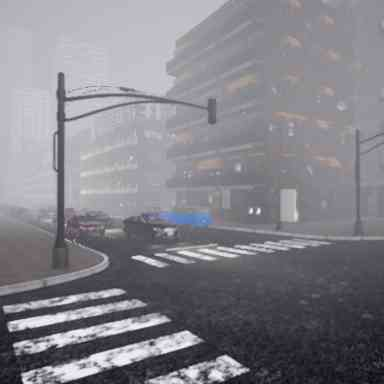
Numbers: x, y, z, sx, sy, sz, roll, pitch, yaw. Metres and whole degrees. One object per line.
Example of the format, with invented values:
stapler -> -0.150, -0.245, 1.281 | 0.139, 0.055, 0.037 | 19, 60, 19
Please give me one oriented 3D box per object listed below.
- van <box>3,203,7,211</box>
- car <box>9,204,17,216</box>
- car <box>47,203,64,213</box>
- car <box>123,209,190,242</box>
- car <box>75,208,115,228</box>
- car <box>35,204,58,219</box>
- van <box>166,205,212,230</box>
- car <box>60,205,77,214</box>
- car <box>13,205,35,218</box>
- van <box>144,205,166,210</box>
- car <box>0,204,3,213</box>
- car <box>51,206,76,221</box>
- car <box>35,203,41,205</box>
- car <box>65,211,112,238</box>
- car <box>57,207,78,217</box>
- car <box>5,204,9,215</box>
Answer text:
van -> -31.996, 3.040, 59.131 | 1.690, 1.788, 3.998 | 0, -1, -34
car -> -25.766, 2.865, 49.820 | 1.967, 1.590, 4.097 | 0, -1, -34
car -> -28.157, 3.198, 68.403 | 2.192, 1.841, 5.009 | -1, -1, -34
car -> -2.494, 2.002, 19.677 | 2.128, 1.511, 4.902 | 0, -2, -34
car -> -8.021, 2.317, 27.930 | 1.994, 1.385, 4.181 | 0, -2, -33
car -> -19.461, 2.750, 45.107 | 2.128, 1.511, 4.902 | 0, -2, -33
van -> -0.128, 1.991, 26.510 | 1.690, 1.788, 3.998 | -1, -1, -34
car -> -22.019, 3.138, 59.232 | 1.752, 1.417, 4.829 | -1, -1, -34
car -> -22.649, 2.870, 45.164 | 1.802, 1.307, 4.206 | 0, -1, -34
van -> -3.242, 2.128, 31.166 | 1.690, 1.788, 3.998 | -1, -1, -34
car -> -38.245, 3.289, 68.428 | 2.192, 1.841, 5.009 | 0, -1, -34
car -> -13.686, 2.528, 36.405 | 1.812, 1.442, 4.674 | 0, -2, -34
car -> -34.386, 3.472, 77.713 | 2.192, 1.841, 5.009 | -1, -1, -34
car -> -7.077, 2.186, 21.890 | 1.802, 1.307, 4.206 | 0, -1, -34
car -> -18.571, 2.953, 49.440 | 1.895, 1.301, 4.718 | 0, -2, -34
car -> -28.878, 3.113, 54.473 | 2.008, 1.369, 4.403 | 0, -1, -34
